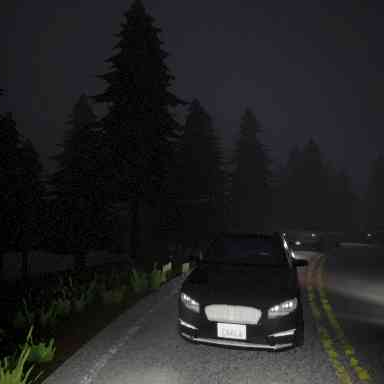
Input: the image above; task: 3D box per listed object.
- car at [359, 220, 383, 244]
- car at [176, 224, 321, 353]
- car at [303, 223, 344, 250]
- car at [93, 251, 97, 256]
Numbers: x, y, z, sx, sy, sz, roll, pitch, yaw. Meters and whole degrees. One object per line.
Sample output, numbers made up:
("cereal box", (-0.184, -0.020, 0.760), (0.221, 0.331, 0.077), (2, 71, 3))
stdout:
("car", (15.821, 3.223, 26.451), (5.566, 2.045, 2.150), (8, -8, -28))
("car", (1.131, 1.561, 6.596), (2.128, 1.511, 4.902), (-1, -2, 15))
("car", (6.485, 2.307, 17.678), (1.895, 1.301, 4.718), (-3, -6, 39))
("car", (-20.282, 13.650, 72.959), (4.181, 1.381, 1.994), (-2, -5, 31))
